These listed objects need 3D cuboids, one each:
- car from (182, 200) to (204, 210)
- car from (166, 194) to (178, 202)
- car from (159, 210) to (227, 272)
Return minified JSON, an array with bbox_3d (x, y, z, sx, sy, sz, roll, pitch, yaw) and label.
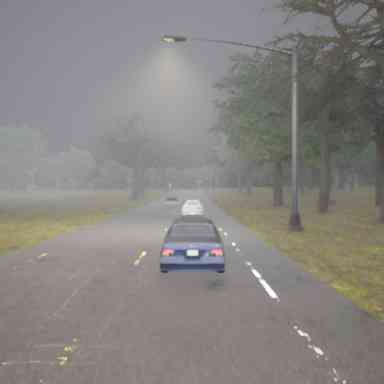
[{"bbox_3d":[0.084,1.398,28.458,1.812,1.442,4.674,0,1,1],"label":"car"},{"bbox_3d":[-3.471,0.974,58.301,2.033,1.411,5.357,0,1,1],"label":"car"},{"bbox_3d":[0.033,1.528,10.647,2.033,1.411,5.357,0,0,1],"label":"car"}]
